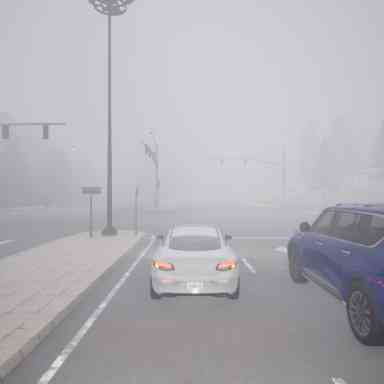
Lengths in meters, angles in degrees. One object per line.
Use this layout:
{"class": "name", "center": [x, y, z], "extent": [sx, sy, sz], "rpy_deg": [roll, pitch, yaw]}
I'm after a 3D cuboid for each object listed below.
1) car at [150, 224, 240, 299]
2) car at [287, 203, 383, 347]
{"class": "car", "center": [0.062, 1.526, 8.300], "extent": [1.812, 1.442, 4.674], "rpy_deg": [0, 0, 0]}
{"class": "car", "center": [3.553, 1.221, 6.454], "extent": [2.150, 2.045, 5.566], "rpy_deg": [0, 0, 1]}
